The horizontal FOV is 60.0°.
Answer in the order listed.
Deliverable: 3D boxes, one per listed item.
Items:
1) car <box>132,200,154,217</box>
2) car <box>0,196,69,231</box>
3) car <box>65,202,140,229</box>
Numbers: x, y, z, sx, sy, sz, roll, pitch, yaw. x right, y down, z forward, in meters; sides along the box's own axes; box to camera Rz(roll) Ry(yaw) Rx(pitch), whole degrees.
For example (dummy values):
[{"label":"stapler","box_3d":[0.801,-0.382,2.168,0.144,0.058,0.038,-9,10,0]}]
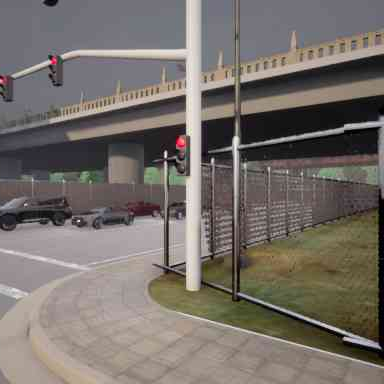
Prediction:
[{"label":"car","box_3d":[-4.912,1.533,29.636,1.882,1.535,5.008,0,0,35]},{"label":"car","box_3d":[-10.587,1.277,21.633,2.150,2.045,5.566,0,0,36]},{"label":"car","box_3d":[-5.867,1.619,22.230,1.994,1.385,4.181,0,0,35]}]
